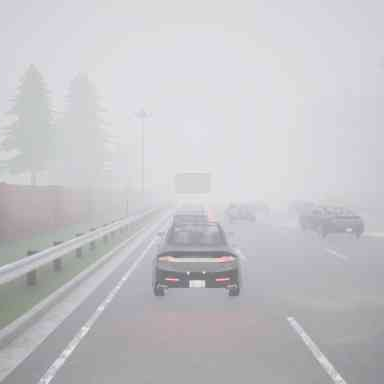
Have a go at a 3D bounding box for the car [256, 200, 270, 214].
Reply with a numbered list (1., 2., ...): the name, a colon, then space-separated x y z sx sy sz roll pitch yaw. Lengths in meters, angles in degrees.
1. car: 7.092 1.563 36.006 1.994 1.385 4.181 0 0 0

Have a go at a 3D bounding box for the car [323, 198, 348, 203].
1. car: 14.093 1.352 33.431 2.097 1.767 4.553 0 0 0

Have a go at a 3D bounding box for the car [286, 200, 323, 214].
1. car: 10.593 1.504 32.203 1.837 1.490 4.892 0 0 0

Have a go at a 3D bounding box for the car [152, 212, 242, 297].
1. car: 0.098 1.491 8.595 2.128 1.511 4.902 0 0 0

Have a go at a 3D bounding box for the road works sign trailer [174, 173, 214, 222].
1. road works sign trailer: 0.062 0.464 22.955 2.380 3.560 2.880 0 0 -1

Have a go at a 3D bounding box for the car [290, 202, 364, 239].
1. car: 7.096 1.491 17.444 2.128 1.511 4.902 0 0 0

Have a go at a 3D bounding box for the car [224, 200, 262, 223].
1. car: 3.594 1.547 25.475 2.033 1.411 5.357 0 0 0

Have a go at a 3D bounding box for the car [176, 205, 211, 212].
1. car: 0.045 1.474 19.036 1.882 1.535 5.008 0 0 5
